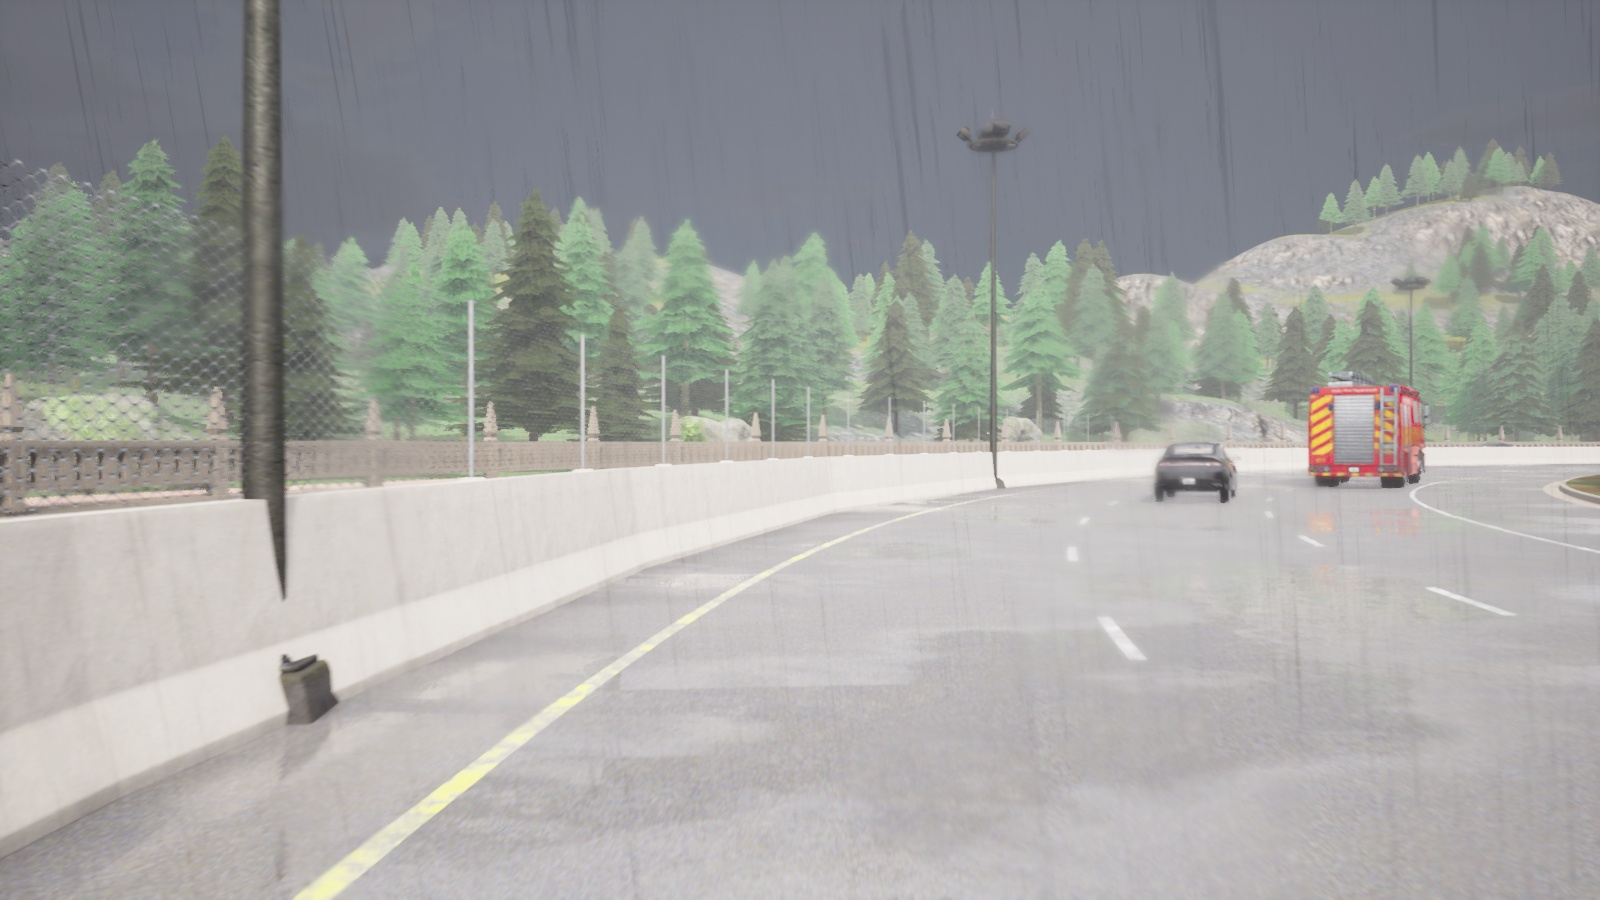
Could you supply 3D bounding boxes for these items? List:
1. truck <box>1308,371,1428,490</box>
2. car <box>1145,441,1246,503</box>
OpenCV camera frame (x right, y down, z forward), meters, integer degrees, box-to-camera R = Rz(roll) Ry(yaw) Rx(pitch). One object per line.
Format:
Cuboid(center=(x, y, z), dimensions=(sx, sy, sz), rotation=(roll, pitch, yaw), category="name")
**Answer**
Cuboid(center=(20.375, -0.651, 44.718), dimensions=(2.891, 3.827, 8.468), rotation=(0, 0, 31), category="truck")
Cuboid(center=(10.511, 0.526, 33.104), dimensions=(2.128, 1.511, 4.902), rotation=(0, 0, 22), category="car")
